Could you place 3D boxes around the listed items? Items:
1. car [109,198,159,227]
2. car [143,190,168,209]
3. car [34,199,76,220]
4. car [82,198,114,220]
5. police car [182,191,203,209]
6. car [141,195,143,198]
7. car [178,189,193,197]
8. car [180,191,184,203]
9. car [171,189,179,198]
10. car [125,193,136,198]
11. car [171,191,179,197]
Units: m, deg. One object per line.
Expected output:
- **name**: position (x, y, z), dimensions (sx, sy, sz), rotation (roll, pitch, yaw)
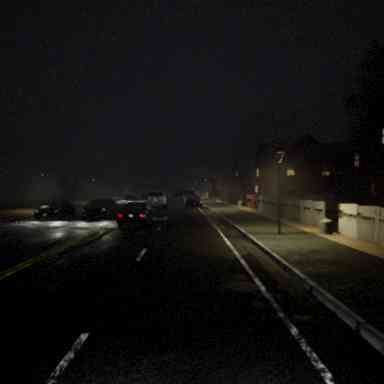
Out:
- **car**: position (-3.431, 1.328, 20.861), dimensions (2.033, 1.411, 5.357), rotation (0, 1, -2)
- **car**: position (-4.028, 0.826, 38.299), dimensions (2.150, 2.045, 5.566), rotation (0, 1, -2)
- **car**: position (-10.248, 1.270, 25.281), dimensions (1.812, 1.442, 4.674), rotation (0, 1, -2)
- **car**: position (-7.015, 1.213, 25.750), dimensions (1.882, 1.535, 5.008), rotation (0, 1, -2)
- **police car**: position (0.143, 1.026, 37.715), dimensions (1.930, 1.638, 5.238), rotation (0, 1, -2)
- **car**: position (-9.044, 0.931, 66.539), dimensions (1.895, 1.301, 4.718), rotation (0, 1, -4)
- **car**: position (-0.681, 0.665, 53.716), dimensions (2.150, 2.045, 5.566), rotation (0, 1, -3)
- **car**: position (-0.336, 1.026, 47.661), dimensions (1.812, 1.442, 4.674), rotation (0, 1, -3)
- **car**: position (-2.898, 0.304, 71.988), dimensions (2.150, 2.045, 5.566), rotation (0, 1, -5)
- **car**: position (-12.283, 0.914, 66.260), dimensions (1.895, 1.301, 4.718), rotation (0, 1, -4)
- **car**: position (-4.692, 0.557, 91.412), dimensions (1.994, 1.385, 4.181), rotation (0, 1, -6)
